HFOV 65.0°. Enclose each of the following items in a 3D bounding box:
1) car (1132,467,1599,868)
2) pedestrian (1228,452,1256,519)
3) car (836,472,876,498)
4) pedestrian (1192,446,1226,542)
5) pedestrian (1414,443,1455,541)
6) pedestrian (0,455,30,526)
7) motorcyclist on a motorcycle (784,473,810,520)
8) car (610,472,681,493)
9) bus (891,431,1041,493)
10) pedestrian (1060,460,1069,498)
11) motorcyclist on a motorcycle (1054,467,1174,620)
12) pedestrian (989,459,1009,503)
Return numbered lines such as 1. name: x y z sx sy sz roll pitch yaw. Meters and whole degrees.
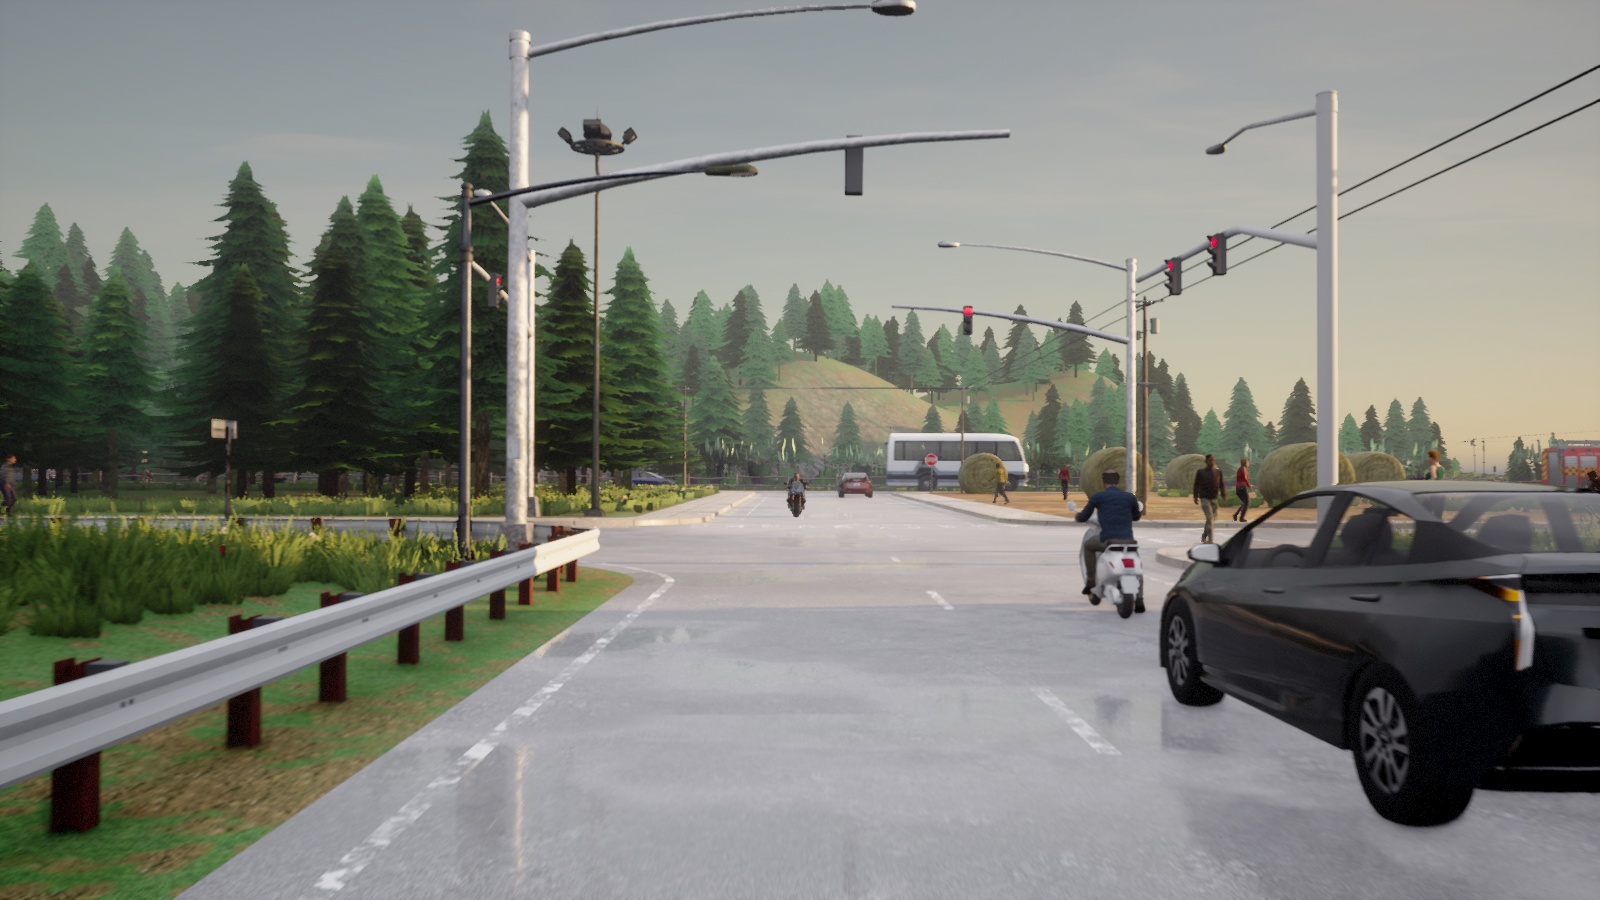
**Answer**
1. car: 3.483 0.865 7.056 2.007 1.525 4.514 0 -1 0
2. pedestrian: 12.266 0.984 34.860 0.636 1.846 0.331 0 -1 -7
3. car: 3.313 2.063 75.379 2.163 1.488 4.792 0 -1 0
4. pedestrian: 8.010 0.859 24.616 0.431 1.840 0.703 0 -1 0
5. pedestrian: 12.108 0.793 23.969 0.345 1.836 0.594 0 -1 -26
6. pedestrian: -21.798 1.118 34.680 0.788 1.949 0.423 0 -1 1
7. motorcyclist on a motorcycle: -0.105 1.562 42.555 0.866 1.530 2.191 0 -1 0
8. car: -11.109 2.339 90.525 4.792 1.488 2.163 0 -1 3
9. bus: 11.705 0.856 89.495 10.273 4.253 3.944 0 -1 3
10. pedestrian: 13.016 1.431 61.723 0.331 1.846 0.636 -1 -1 20
11. motorcyclist on a motorcycle: 3.465 0.989 14.030 0.866 1.590 1.817 0 -1 0
12. pedestrian: 8.372 1.313 52.762 0.726 1.835 0.370 -1 -1 36
